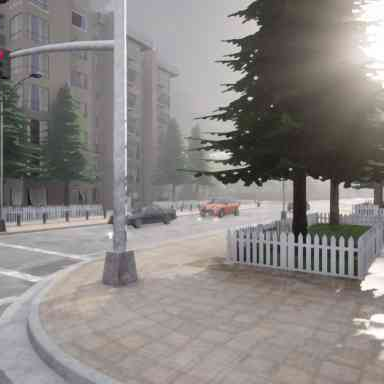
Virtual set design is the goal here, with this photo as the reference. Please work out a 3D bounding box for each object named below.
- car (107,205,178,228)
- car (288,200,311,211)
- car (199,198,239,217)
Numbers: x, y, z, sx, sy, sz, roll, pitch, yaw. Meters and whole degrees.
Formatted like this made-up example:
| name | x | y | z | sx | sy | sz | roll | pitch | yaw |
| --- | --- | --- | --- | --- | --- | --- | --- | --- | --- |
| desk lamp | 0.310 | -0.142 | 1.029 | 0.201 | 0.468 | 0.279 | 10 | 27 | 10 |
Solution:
| name | x | y | z | sx | sy | sz | roll | pitch | yaw |
| --- | --- | --- | --- | --- | --- | --- | --- | --- | --- |
| car | -3.135 | 1.563 | 22.479 | 2.033 | 1.411 | 5.357 | 0 | 0 | 34 |
| car | 12.834 | 1.541 | 39.893 | 1.812 | 1.442 | 4.674 | 0 | 0 | 32 |
| car | 2.586 | 1.367 | 31.021 | 2.097 | 1.767 | 4.553 | 0 | 0 | 34 |
